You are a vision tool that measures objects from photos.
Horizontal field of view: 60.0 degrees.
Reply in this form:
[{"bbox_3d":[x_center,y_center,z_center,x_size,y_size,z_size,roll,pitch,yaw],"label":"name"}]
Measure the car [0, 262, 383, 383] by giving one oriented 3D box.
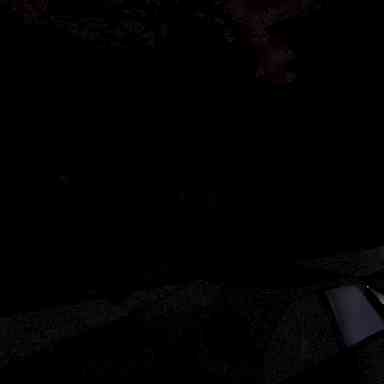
[{"bbox_3d":[0.736,1.558,3.471,5.357,1.411,2.033,0,0,-35],"label":"car"}]
